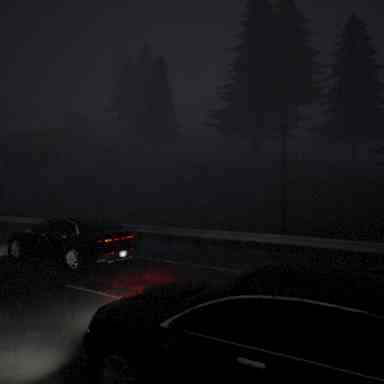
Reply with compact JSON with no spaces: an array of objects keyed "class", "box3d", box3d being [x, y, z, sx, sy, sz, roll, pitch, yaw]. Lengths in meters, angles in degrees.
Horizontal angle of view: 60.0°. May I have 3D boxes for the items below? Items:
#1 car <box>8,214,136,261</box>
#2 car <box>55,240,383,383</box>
[{"class":"car","box3d":[-3.970,1.489,10.716,4.892,1.490,1.837,0,0,33]},{"class":"car","box3d":[0.981,1.499,3.186,4.892,1.490,1.837,0,0,35]}]
